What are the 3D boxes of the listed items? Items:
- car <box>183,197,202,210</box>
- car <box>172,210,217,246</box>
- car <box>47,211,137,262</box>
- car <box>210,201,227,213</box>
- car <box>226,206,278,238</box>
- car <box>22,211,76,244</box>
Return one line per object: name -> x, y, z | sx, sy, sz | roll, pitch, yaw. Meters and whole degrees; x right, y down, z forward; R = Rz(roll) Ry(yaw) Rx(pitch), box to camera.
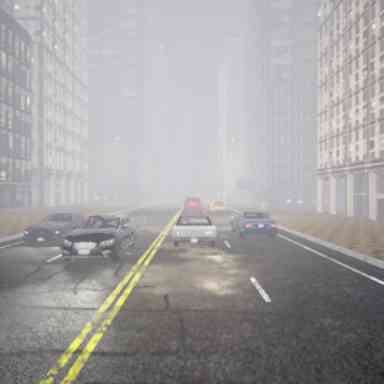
car -> 0.088, 1.569, 40.318 | 2.150, 2.045, 5.566 | 0, 0, 0
car -> 0.095, 1.744, 16.063 | 1.895, 1.301, 4.718 | 0, 0, 0
car -> -3.332, 1.606, 12.749 | 2.128, 1.511, 4.902 | 0, 0, 0
car -> 3.337, 1.841, 42.375 | 1.882, 1.535, 5.008 | 0, 0, 0
car -> 3.345, 1.713, 18.648 | 2.033, 1.411, 5.357 | 0, 0, 0
car -> -6.557, 1.700, 17.097 | 2.033, 1.411, 5.357 | 0, -1, 0
